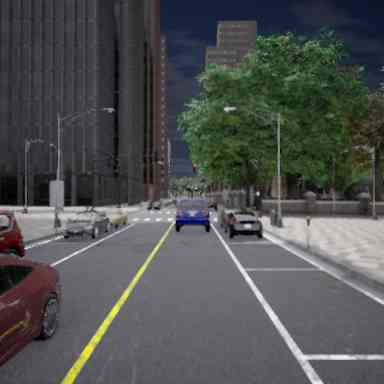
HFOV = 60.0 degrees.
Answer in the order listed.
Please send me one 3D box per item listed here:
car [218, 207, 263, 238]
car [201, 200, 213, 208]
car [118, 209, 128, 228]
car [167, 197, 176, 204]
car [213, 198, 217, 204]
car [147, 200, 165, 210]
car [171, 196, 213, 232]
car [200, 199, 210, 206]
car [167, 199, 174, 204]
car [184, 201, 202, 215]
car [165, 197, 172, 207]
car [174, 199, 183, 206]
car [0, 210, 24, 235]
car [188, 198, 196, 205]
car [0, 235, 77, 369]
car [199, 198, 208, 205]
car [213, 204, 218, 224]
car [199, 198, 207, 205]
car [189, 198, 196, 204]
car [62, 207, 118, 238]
[{"bbox_3d":[2.769,1.748,18.573,1.947,1.339,4.313,0,-1,0],"label":"car"},{"bbox_3d":[2.781,2.193,61.661,1.947,1.339,4.313,0,-1,0],"label":"car"},{"bbox_3d":[-5.754,1.760,23.909,1.752,1.417,4.829,0,-1,0],"label":"car"},{"bbox_3d":[-5.734,2.301,94.399,2.192,1.841,5.009,0,-1,0],"label":"car"},{"bbox_3d":[2.778,1.824,50.752,2.192,1.841,5.009,0,-1,0],"label":"car"},{"bbox_3d":[-5.747,2.075,50.742,1.947,1.339,4.313,0,-1,0],"label":"car"},{"bbox_3d":[0.080,1.438,22.076,2.150,2.045,5.566,0,-1,1],"label":"car"},{"bbox_3d":[2.785,2.298,72.574,2.008,1.369,4.403,0,-1,0],"label":"car"},{"bbox_3d":[-5.736,2.508,88.939,1.802,1.307,4.206,0,-1,0],"label":"car"},{"bbox_3d":[0.108,1.925,40.775,2.128,1.511,4.902,0,0,0],"label":"car"},{"bbox_3d":[-5.742,2.238,67.112,2.008,1.369,4.403,0,-1,0],"label":"car"},{"bbox_3d":[-2.978,2.293,74.624,1.812,1.442,4.674,0,-1,0],"label":"car"},{"bbox_3d":[-5.759,1.389,7.544,2.192,1.841,5.009,0,-1,0],"label":"car"},{"bbox_3d":[0.024,2.333,80.865,1.837,1.490,4.892,0,-1,0],"label":"car"},{"bbox_3d":[-3.099,1.565,3.928,1.812,1.442,4.674,0,-1,0],"label":"car"},{"bbox_3d":[2.786,2.247,78.031,1.967,1.590,4.097,0,-1,0],"label":"car"},{"bbox_3d":[2.771,1.787,24.086,2.008,1.369,4.403,0,-1,0],"label":"car"},{"bbox_3d":[2.788,2.306,83.488,1.967,1.590,4.097,0,-1,0],"label":"car"},{"bbox_3d":[0.028,2.374,91.284,1.837,1.490,4.892,0,-1,0],"label":"car"},{"bbox_3d":[-5.756,1.733,18.567,2.008,1.369,4.403,0,-1,0],"label":"car"}]
